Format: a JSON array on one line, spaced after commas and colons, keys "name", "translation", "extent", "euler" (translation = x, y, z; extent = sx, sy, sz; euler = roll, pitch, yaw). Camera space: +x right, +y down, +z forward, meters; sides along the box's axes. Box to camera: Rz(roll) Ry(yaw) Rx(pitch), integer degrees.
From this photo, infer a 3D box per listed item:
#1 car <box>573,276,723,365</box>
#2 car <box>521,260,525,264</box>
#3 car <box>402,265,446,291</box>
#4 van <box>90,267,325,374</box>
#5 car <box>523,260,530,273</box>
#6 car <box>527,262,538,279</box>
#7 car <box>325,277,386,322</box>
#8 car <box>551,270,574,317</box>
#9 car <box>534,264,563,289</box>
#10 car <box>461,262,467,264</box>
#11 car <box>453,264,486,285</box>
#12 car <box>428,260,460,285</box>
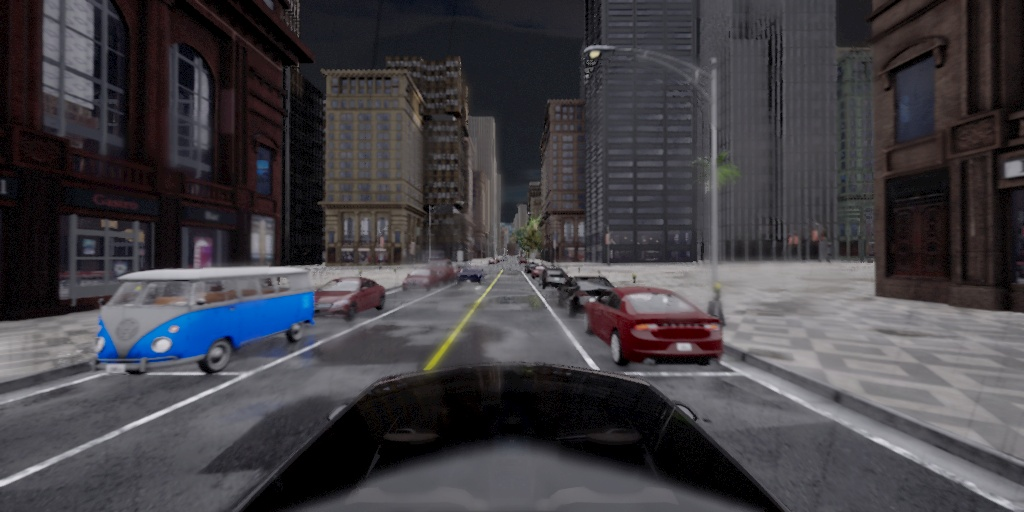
[{"name": "car", "translation": [2.762, 1.338, 7.976], "extent": [1.888, 1.381, 4.507], "euler": [0, 0, 0]}, {"name": "car", "translation": [2.758, 1.610, 53.143], "extent": [1.948, 1.339, 4.313], "euler": [0, 0, 0]}, {"name": "car", "translation": [-5.765, 1.477, 23.214], "extent": [1.802, 1.307, 4.207], "euler": [0, 0, 0]}, {"name": "van", "translation": [-5.763, 1.129, 7.312], "extent": [1.690, 1.789, 3.998], "euler": [0, 0, 0]}, {"name": "car", "translation": [2.758, 1.583, 45.777], "extent": [1.948, 1.339, 4.313], "euler": [0, 0, 0]}, {"name": "car", "translation": [2.759, 1.547, 34.975], "extent": [1.802, 1.307, 4.207], "euler": [0, 0, 0]}, {"name": "car", "translation": [-5.764, 1.406, 12.613], "extent": [1.802, 1.307, 4.207], "euler": [0, 0, 0]}, {"name": "car", "translation": [2.761, 1.395, 13.375], "extent": [1.948, 1.339, 4.313], "euler": [0, 0, 0]}, {"name": "car", "translation": [2.760, 1.468, 24.174], "extent": [1.948, 1.339, 4.313], "euler": [0, 0, 0]}, {"name": "car", "translation": [-5.766, 1.399, 33.817], "extent": [1.967, 1.591, 4.097], "euler": [0, 0, 0]}, {"name": "car", "translation": [-3.102, 1.526, 27.957], "extent": [1.895, 1.301, 4.718], "euler": [0, 0, 0]}, {"name": "car", "translation": [-5.765, 1.244, 28.515], "extent": [2.192, 1.841, 5.009], "euler": [0, 0, 0]}]
